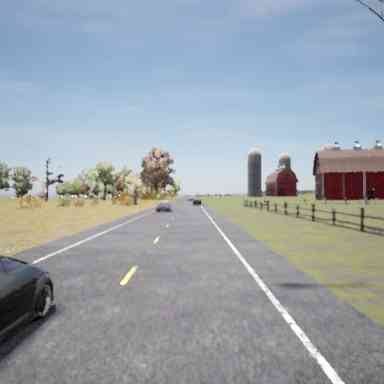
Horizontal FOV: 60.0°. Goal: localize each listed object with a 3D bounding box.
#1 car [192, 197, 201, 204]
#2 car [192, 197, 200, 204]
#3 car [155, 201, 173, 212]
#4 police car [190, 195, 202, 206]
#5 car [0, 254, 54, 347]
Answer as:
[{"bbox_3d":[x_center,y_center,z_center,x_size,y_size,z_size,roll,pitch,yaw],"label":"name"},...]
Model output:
[{"bbox_3d":[1.031,2.054,78.794,1.882,1.535,5.008,0,0,0],"label":"car"},{"bbox_3d":[1.029,2.121,84.795,1.837,1.490,4.892,0,0,0],"label":"car"},{"bbox_3d":[-3.588,1.897,43.387,1.994,1.385,4.181,0,-1,0],"label":"car"},{"bbox_3d":[1.033,1.936,68.904,1.930,1.638,5.238,0,0,0],"label":"police car"},{"bbox_3d":[-3.592,1.602,4.635,1.994,1.385,4.181,0,0,-1],"label":"car"}]
